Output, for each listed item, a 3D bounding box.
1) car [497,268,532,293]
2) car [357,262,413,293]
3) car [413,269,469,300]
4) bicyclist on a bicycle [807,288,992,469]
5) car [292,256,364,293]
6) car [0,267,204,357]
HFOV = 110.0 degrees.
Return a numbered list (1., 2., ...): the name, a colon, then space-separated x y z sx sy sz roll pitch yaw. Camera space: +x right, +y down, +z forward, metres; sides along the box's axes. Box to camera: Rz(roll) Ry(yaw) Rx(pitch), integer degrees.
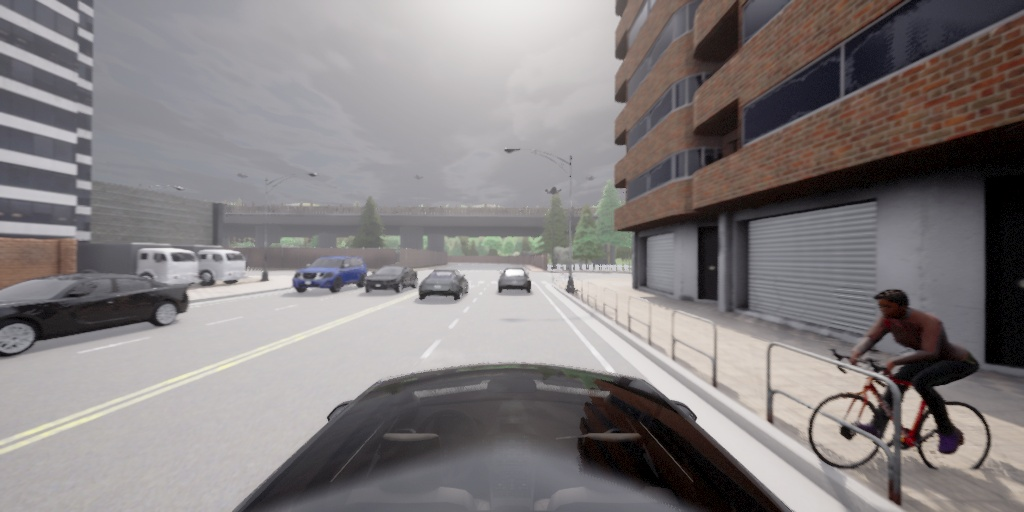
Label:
1. car: 0.145 1.407 21.851 1.994 1.385 4.181 0 0 0
2. car: -6.956 1.275 21.136 1.882 1.535 5.008 0 0 0
3. car: -3.363 1.364 18.265 1.994 1.385 4.181 0 0 0
4. bicyclist on a bicycle: 3.460 1.122 3.172 1.656 1.620 0.582 4 0 0
5. car: -10.453 1.021 21.170 2.150 2.045 5.566 0 0 0
6. car: -10.576 1.180 8.596 1.882 1.535 5.008 0 0 0
